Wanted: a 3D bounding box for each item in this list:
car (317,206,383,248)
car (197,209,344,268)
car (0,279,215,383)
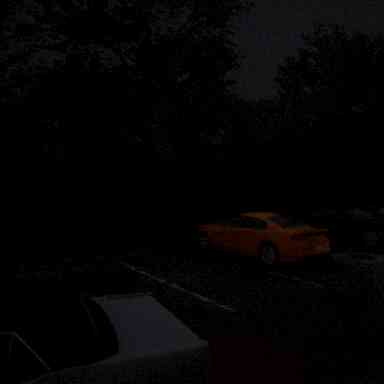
[{"bbox_3d":[6.666,1.391,14.581,2.097,1.535,5.008,0,0,-36],"label":"car"},{"bbox_3d":[2.141,1.418,11.335,2.097,1.535,5.008,-1,0,-36],"label":"car"},{"bbox_3d":[-2.282,1.604,2.832,4.718,1.301,1.895,-1,0,-26],"label":"car"}]
